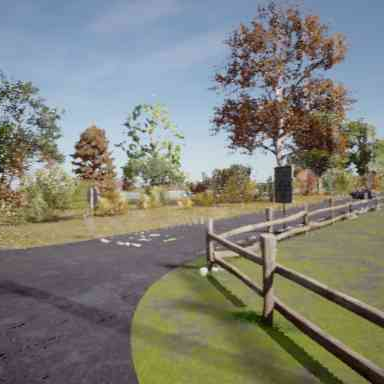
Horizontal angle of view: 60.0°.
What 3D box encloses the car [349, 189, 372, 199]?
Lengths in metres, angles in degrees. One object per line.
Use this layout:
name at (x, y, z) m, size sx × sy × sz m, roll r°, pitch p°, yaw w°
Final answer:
car at (22.617, 0.225, 44.620) m, size 1.895 × 1.301 × 4.718 m, roll -1°, pitch 1°, yaw 40°
